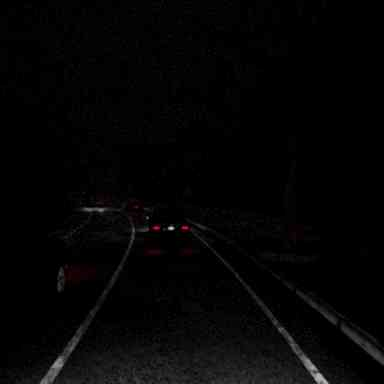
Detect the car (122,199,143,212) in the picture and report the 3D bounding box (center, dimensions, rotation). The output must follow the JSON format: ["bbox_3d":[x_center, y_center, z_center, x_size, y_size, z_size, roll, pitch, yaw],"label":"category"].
[{"bbox_3d":[-7.072,1.522,39.578,1.882,1.535,5.008,2,-1,-19],"label":"car"}]

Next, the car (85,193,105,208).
[{"bbox_3d":[-13.969,1.137,47.676,2.150,2.045,5.566,2,-1,-24],"label":"car"}]

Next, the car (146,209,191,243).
[{"bbox_3d":[-1.214,1.553,16.155,2.033,1.411,5.357,1,0,-8],"label":"car"}]

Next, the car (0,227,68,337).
[{"bbox_3d":[-3.657,1.466,5.681,1.882,1.535,5.008,0,0,-4],"label":"car"}]
